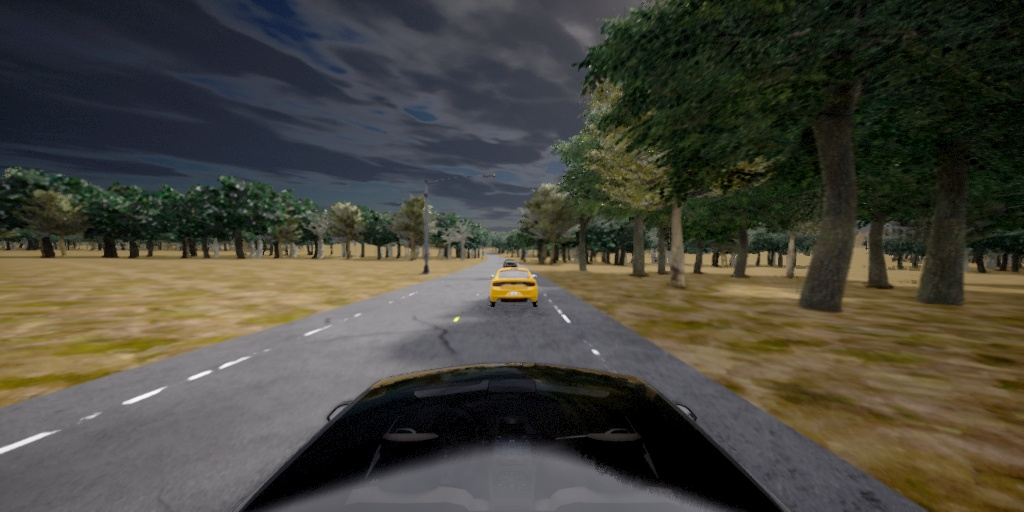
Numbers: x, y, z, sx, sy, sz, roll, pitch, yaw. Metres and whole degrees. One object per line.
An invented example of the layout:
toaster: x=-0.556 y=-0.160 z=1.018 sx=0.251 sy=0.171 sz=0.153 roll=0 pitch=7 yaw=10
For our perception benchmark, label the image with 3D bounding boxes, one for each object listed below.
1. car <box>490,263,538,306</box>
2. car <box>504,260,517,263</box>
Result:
car: x=0.063 y=1.249 z=15.969 sx=1.882 sy=1.535 sz=5.008 roll=0 pitch=0 yaw=0
car: x=-0.289 y=1.278 z=49.190 sx=1.837 sy=1.490 sz=4.892 roll=0 pitch=0 yaw=-1
